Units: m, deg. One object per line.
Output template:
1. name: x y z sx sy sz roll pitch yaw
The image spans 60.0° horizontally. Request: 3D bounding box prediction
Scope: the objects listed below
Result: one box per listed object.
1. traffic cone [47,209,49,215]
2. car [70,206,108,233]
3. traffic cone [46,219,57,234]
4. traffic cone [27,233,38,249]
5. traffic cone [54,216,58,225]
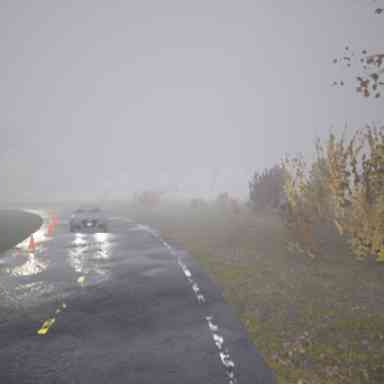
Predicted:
1. traffic cone: -13.268 1.859 30.730 0.340 0.580 0.340 0 0 -30
2. car: -6.003 1.494 19.288 1.994 1.385 4.181 0 0 -19
3. traffic cone: -7.464 1.883 17.521 0.340 0.580 0.340 0 0 -17
4. traffic cone: -6.192 1.899 12.874 0.340 0.580 0.340 0 0 -13
5. traffic cone: -9.074 1.871 22.062 0.340 0.580 0.340 0 0 -22
